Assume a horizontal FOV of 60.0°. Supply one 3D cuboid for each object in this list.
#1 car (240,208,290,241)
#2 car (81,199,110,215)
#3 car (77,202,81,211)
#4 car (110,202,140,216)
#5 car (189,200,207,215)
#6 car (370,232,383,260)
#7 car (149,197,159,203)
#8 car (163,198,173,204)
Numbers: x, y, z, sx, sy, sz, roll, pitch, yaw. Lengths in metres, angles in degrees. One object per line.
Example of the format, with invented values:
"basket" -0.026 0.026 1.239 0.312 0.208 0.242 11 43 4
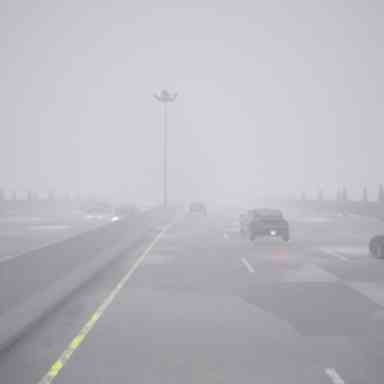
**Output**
"car" 3.671 1.583 17.322 1.837 1.490 4.892 0 0 1
"car" -10.050 1.714 36.867 2.033 1.411 5.357 0 0 2
"car" -13.352 1.699 43.501 1.837 1.490 4.892 0 0 2
"car" -6.626 1.718 34.146 1.994 1.385 4.181 0 0 2
"car" 0.632 1.655 36.253 2.128 1.511 4.902 0 0 2
"car" 7.105 1.570 9.666 1.812 1.442 4.674 0 0 0
"car" -8.790 1.835 77.379 2.128 1.511 4.902 0 0 2
"car" -5.368 1.917 74.620 1.895 1.301 4.718 0 0 2
